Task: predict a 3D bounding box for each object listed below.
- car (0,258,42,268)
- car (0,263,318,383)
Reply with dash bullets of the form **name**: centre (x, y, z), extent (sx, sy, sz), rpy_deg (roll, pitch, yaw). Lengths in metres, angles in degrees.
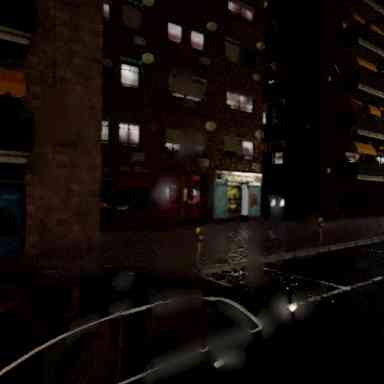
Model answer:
- **car**: centre (-3.205, 1.583, 4.215), extent (4.206, 1.307, 1.802), rpy_deg (0, 1, -35)
- **car**: centre (-0.989, 1.502, 2.672), extent (4.892, 1.490, 1.837), rpy_deg (0, 0, -36)
